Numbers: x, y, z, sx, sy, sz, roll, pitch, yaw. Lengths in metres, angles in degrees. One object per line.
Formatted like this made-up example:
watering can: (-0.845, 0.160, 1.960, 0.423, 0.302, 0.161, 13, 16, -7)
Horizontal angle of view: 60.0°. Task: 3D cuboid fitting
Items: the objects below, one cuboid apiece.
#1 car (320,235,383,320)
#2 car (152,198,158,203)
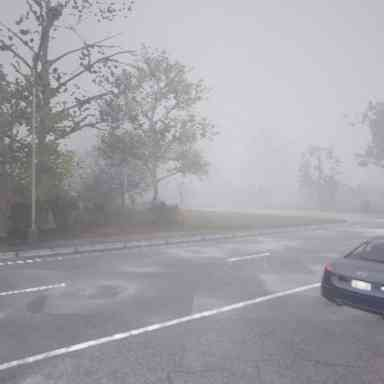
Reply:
car: (4.591, 1.603, 6.962, 4.181, 1.385, 1.994, 0, 0, -35)
car: (-6.377, 1.780, 55.197, 4.902, 1.511, 2.128, -1, -1, 39)
